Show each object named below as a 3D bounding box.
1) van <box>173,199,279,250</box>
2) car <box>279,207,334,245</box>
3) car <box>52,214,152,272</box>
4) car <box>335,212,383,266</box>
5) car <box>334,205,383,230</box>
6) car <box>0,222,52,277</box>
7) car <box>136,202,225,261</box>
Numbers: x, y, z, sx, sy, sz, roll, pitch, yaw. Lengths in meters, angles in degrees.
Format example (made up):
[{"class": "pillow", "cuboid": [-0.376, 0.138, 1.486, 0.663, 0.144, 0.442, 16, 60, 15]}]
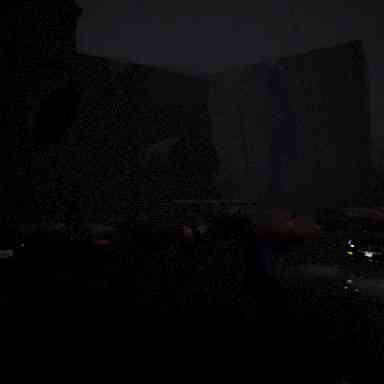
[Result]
[{"class": "van", "cuboid": [1.132, 1.301, 14.266, 4.442, 1.987, 1.878, -1, -1, 34]}, {"class": "car", "cuboid": [3.620, 1.548, 15.970, 5.366, 1.575, 1.946, -1, -1, 34]}, {"class": "car", "cuboid": [-3.830, 1.542, 10.834, 4.674, 1.452, 2.002, -1, -1, 35]}, {"class": "car", "cuboid": [6.985, 1.556, 10.828, 4.892, 1.490, 1.837, 1, -1, -35]}, {"class": "car", "cuboid": [8.348, 1.647, 19.553, 4.792, 1.488, 2.163, -1, -2, 34]}, {"class": "car", "cuboid": [-6.294, 1.528, 9.113, 4.792, 1.488, 2.163, -1, -1, 35]}, {"class": "car", "cuboid": [-1.376, 1.386, 12.560, 4.553, 1.767, 2.185, -1, -1, 34]}]
